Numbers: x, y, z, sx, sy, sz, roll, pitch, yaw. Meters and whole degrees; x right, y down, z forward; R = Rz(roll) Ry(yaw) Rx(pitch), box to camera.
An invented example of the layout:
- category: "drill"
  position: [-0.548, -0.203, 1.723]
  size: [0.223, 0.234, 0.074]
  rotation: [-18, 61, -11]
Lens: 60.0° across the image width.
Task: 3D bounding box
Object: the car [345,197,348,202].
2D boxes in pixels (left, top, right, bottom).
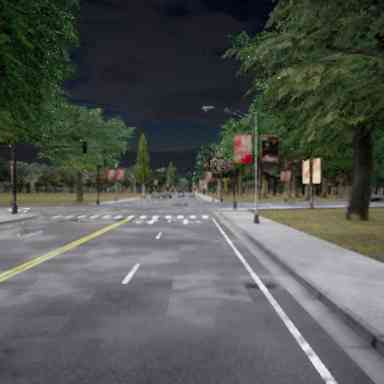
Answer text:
- category: "car"
  position: [32.129, 1.268, 65.034]
  size: [4.902, 1.511, 2.128]
  rotation: [0, 0, -23]

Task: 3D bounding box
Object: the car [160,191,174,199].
- category: "car"
  position: [-6.496, 0.728, 87.111]
  size: [2.150, 2.045, 5.566]
  rotation: [0, 0, 0]

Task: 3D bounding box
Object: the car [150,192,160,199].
- category: "car"
  position: [-9.746, 0.858, 87.170]
  size: [2.097, 1.767, 4.553]
  rotation: [0, 0, 0]

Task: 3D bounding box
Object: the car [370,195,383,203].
- category: "car"
  position: [33.400, 1.222, 62.042]
  size: [5.008, 1.535, 1.882]
  rotation: [0, 0, -23]
